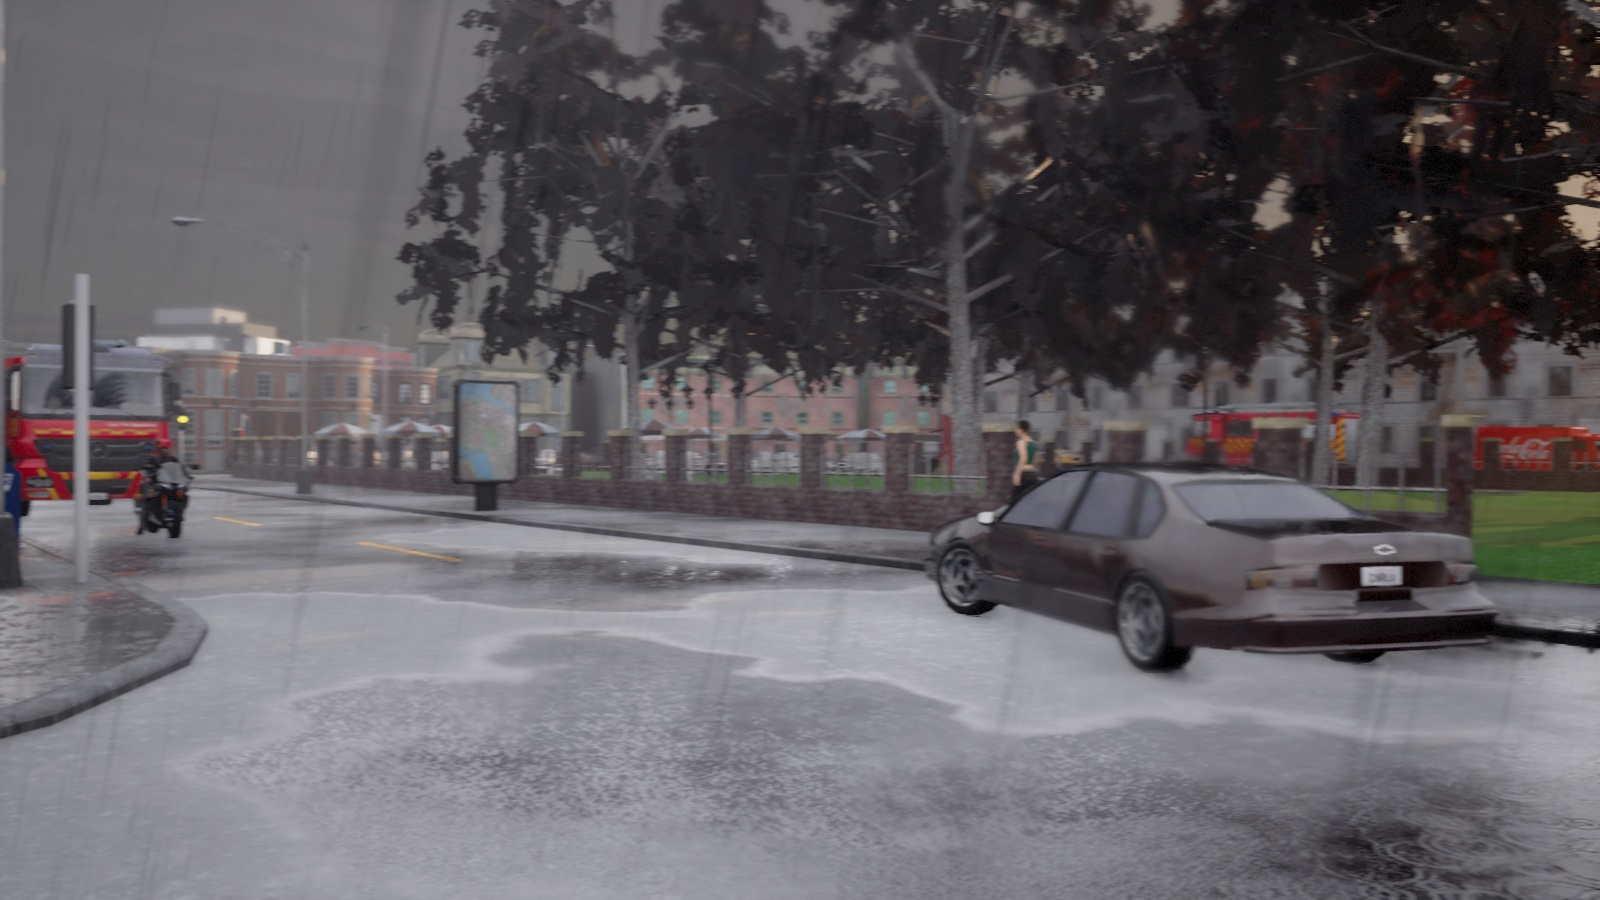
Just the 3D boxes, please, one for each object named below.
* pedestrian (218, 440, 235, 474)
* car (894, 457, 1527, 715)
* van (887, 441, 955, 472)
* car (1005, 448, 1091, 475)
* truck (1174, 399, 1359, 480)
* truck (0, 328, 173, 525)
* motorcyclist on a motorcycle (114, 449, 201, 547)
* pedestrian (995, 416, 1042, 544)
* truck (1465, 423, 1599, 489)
[{"bbox_3d":[-31.492,0.366,68.949,0.540,1.848,0.694,0,0,16],"label":"pedestrian"},{"bbox_3d":[2.668,0.779,9.903,2.033,1.411,5.357,0,0,-17],"label":"car"},{"bbox_3d":[7.935,0.399,82.696,1.775,1.987,4.442,0,0,-43],"label":"van"},{"bbox_3d":[14.664,0.636,74.527,1.882,1.535,5.008,0,0,-39],"label":"car"},{"bbox_3d":[23.431,-0.491,63.531,2.891,3.827,8.468,0,0,-39],"label":"truck"},{"bbox_3d":[-16.861,-0.458,28.620,2.891,3.827,8.468,0,0,-38],"label":"truck"},{"bbox_3d":[-10.686,0.751,20.850,0.866,1.530,2.191,0,0,-38],"label":"motorcyclist on a motorcycle"},{"bbox_3d":[3.202,0.432,18.408,0.345,1.836,0.594,0,0,-38],"label":"pedestrian"},{"bbox_3d":[29.530,0.190,49.465,2.627,2.467,5.204,0,1,-39],"label":"truck"}]
